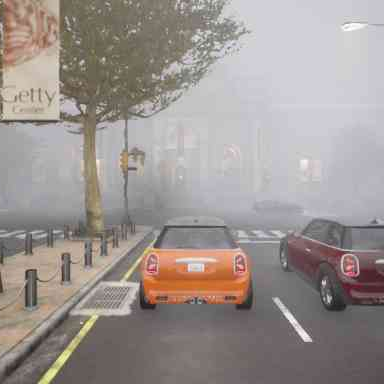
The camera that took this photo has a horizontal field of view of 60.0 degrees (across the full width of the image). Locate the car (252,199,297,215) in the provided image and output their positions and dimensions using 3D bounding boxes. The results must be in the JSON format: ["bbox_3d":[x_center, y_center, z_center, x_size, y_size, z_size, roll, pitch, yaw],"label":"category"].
[{"bbox_3d":[8.477,1.491,32.964,4.902,1.511,2.128,0,0,0],"label":"car"}]

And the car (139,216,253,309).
[{"bbox_3d":[0.084,1.352,8.003,2.097,1.767,4.553,0,0,0],"label":"car"}]

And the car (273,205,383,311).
[{"bbox_3d":[3.584,1.352,7.907,2.097,1.767,4.553,0,0,0],"label":"car"}]
